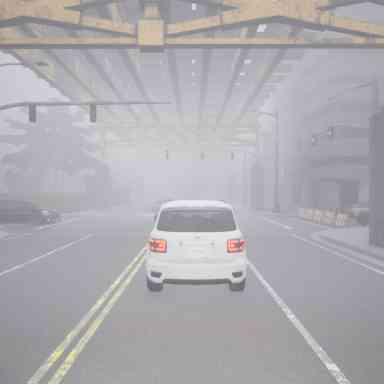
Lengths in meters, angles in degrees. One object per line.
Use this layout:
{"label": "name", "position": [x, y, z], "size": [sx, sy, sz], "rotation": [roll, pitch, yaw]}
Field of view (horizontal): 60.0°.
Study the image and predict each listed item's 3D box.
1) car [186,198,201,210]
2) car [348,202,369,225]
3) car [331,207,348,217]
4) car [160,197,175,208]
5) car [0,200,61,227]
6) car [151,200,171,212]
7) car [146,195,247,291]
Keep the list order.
{"label": "car", "position": [0.151, 1.525, 43.583], "size": [1.812, 1.442, 4.674], "rotation": [0, 0, 0]}
{"label": "car", "position": [13.279, 1.453, 22.155], "size": [4.974, 1.542, 2.038], "rotation": [0, 0, -20]}
{"label": "car", "position": [13.656, 1.295, 26.292], "size": [4.536, 1.218, 1.853], "rotation": [0, 0, 25]}
{"label": "car", "position": [-3.551, 1.526, 49.064], "size": [1.812, 1.442, 4.674], "rotation": [0, 0, 0]}
{"label": "car", "position": [-11.333, 1.351, 22.493], "size": [4.553, 1.767, 2.097], "rotation": [0, 0, 3]}
{"label": "car", "position": [-3.567, 1.601, 39.116], "size": [1.895, 1.301, 4.718], "rotation": [0, 0, 0]}
{"label": "car", "position": [0.086, 1.221, 9.111], "size": [2.150, 2.045, 5.566], "rotation": [0, 0, 0]}
